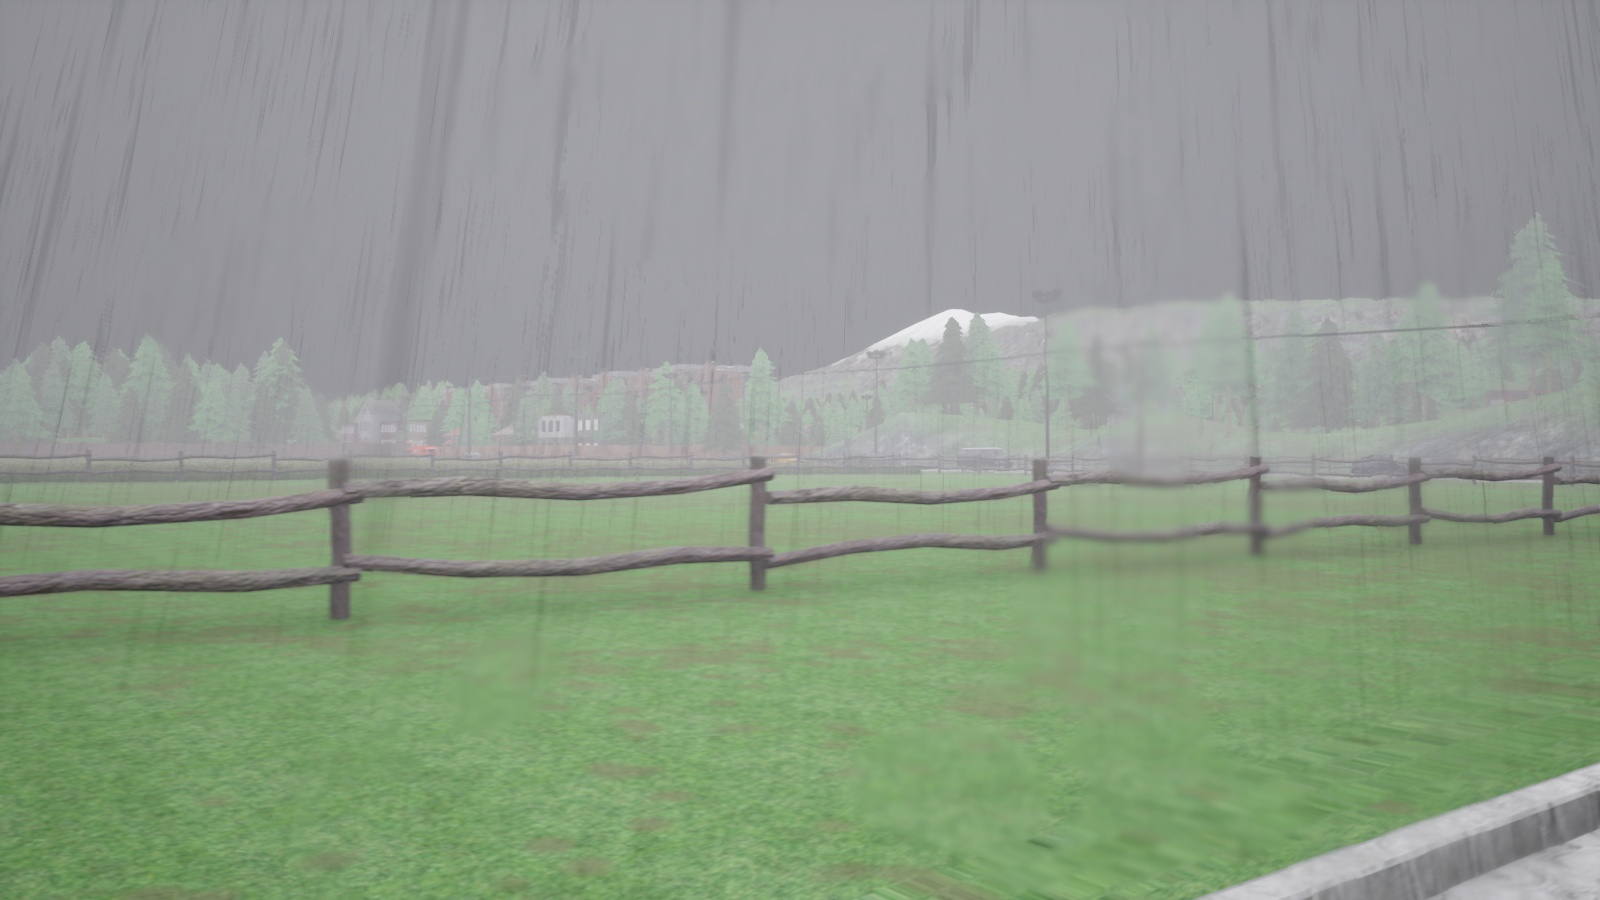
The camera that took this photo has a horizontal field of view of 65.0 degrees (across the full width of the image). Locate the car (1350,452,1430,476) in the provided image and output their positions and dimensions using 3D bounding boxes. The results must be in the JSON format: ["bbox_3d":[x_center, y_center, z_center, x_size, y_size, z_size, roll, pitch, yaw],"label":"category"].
[{"bbox_3d":[36.813,0.875,78.449,1.816,1.474,4.193,0,0,-37],"label":"car"}]
